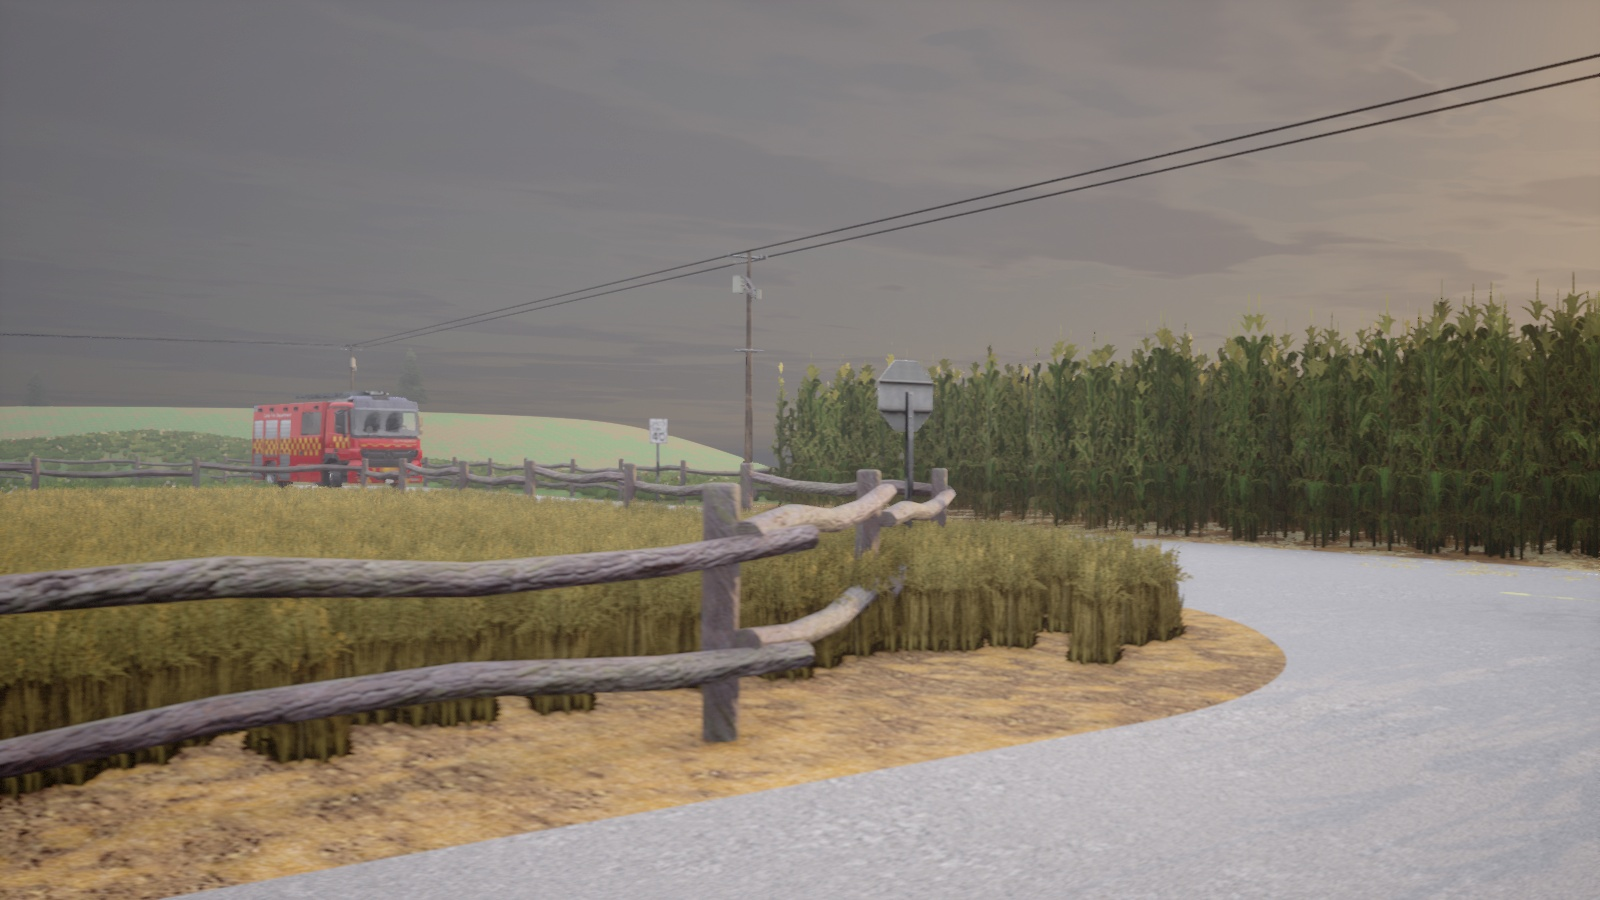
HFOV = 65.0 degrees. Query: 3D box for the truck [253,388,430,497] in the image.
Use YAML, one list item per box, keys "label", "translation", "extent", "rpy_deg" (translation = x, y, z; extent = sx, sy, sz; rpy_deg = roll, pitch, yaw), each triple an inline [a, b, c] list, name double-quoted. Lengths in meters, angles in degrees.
- label: "truck"
  translation: [-17.697, -0.243, 48.086]
  extent: [8.468, 3.827, 2.891]
  rpy_deg: [0, 0, 44]
